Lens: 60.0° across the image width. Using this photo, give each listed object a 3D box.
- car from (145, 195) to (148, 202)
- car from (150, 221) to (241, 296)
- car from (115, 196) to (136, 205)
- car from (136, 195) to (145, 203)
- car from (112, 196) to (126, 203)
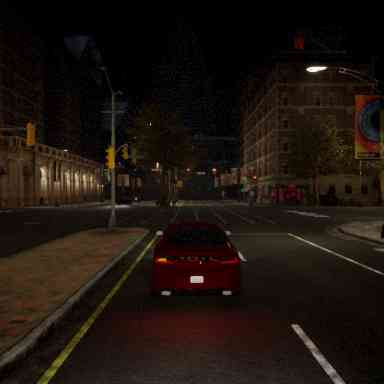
[{"bbox_3d":[-11.774,1.477,79.301,1.882,1.535,5.008,0,0,0],"label":"car"},{"bbox_3d":[0.053,1.478,8.677,1.882,1.535,5.008,0,0,-1],"label":"car"},{"bbox_3d":[-11.760,1.601,58.749,1.895,1.301,4.718,0,0,0],"label":"car"},{"bbox_3d":[-11.737,1.540,68.822,2.033,1.411,5.357,0,0,0],"label":"car"},{"bbox_3d":[-14.987,1.594,68.877,1.895,1.301,4.718,0,0,0],"label":"car"}]
